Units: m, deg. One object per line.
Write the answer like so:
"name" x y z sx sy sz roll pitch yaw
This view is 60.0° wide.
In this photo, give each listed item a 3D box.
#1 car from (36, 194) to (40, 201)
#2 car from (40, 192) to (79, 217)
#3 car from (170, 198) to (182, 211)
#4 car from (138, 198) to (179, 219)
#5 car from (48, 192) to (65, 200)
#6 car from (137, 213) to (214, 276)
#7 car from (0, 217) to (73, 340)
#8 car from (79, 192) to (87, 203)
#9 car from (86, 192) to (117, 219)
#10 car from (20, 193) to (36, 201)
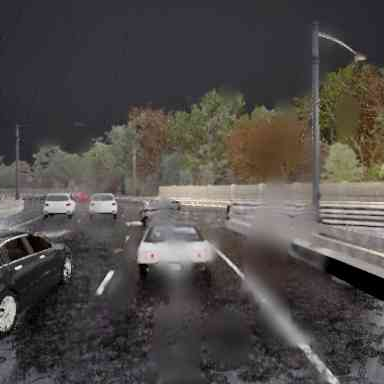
"car" -34.052 1.171 75.002 4.892 1.490 1.837 0 0 44
"car" -11.243 1.146 28.531 2.150 2.045 5.566 0 0 -16
"car" -2.968 1.365 34.591 2.128 1.511 4.902 0 0 -35
"car" -2.462 1.418 22.051 2.128 1.511 4.902 0 0 -11
"car" -31.507 1.010 77.406 4.553 1.767 2.097 0 0 44
"car" -0.589 1.564 10.290 1.895 1.301 4.718 0 0 -5
"car" -3.813 1.491 6.443 1.837 1.490 4.892 0 0 -3
"car" -21.881 1.012 65.795 2.150 2.045 5.566 0 0 -37
"car" -7.706 1.134 28.820 2.150 2.045 5.566 0 0 -15
"car" -36.597 1.283 72.599 4.718 1.301 1.895 0 0 44
